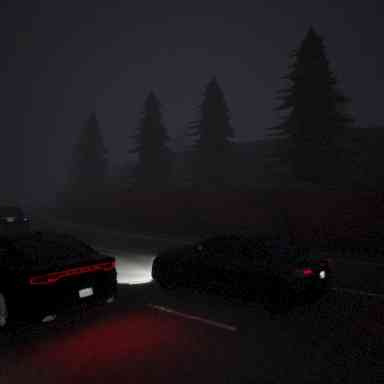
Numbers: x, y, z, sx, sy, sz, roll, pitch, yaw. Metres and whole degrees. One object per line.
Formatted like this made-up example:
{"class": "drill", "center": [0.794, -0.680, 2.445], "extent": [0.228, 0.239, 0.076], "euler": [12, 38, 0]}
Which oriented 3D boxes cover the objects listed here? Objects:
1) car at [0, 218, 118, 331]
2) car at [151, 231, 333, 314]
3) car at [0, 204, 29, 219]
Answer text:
{"class": "car", "center": [-3.669, 1.559, 7.180], "extent": [5.008, 1.535, 1.882], "euler": [-1, -1, 40]}
{"class": "car", "center": [1.016, 1.626, 7.839], "extent": [4.181, 1.385, 1.994], "euler": [-1, -1, 38]}
{"class": "car", "center": [-11.363, 1.584, 19.862], "extent": [2.097, 1.767, 4.553], "euler": [0, -1, -41]}
